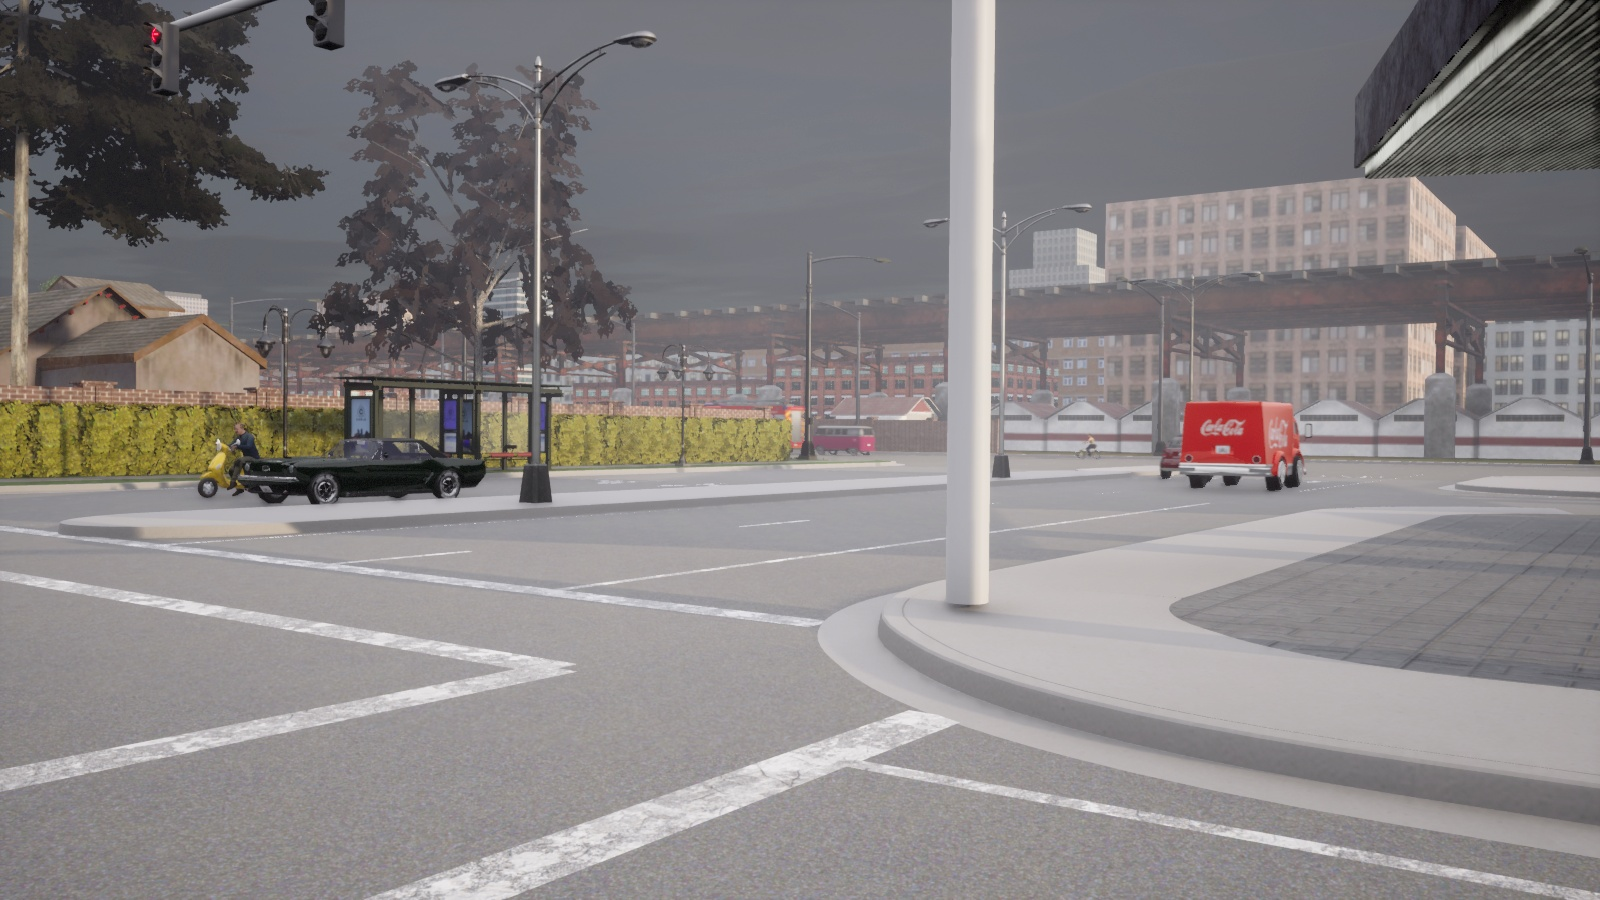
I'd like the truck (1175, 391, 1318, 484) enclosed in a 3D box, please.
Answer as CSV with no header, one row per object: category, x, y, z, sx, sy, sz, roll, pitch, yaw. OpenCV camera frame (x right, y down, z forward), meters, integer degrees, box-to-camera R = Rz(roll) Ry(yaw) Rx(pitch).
truck,13.023,-0.370,36.391,2.627,2.467,5.204,0,1,35

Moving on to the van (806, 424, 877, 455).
van,2.730,-0.670,82.711,4.442,1.987,1.775,0,1,35

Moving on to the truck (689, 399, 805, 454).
truck,-3.921,-1.689,91.667,8.468,3.827,2.891,1,1,35

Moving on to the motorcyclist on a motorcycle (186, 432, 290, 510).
motorcyclist on a motorcycle,-11.985,0.427,26.842,0.866,1.590,1.817,0,1,35

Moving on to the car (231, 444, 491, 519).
car,-8.724,0.564,25.371,1.895,1.301,4.718,0,1,35

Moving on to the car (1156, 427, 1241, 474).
car,13.936,-0.014,43.801,1.789,1.549,3.705,0,1,35
